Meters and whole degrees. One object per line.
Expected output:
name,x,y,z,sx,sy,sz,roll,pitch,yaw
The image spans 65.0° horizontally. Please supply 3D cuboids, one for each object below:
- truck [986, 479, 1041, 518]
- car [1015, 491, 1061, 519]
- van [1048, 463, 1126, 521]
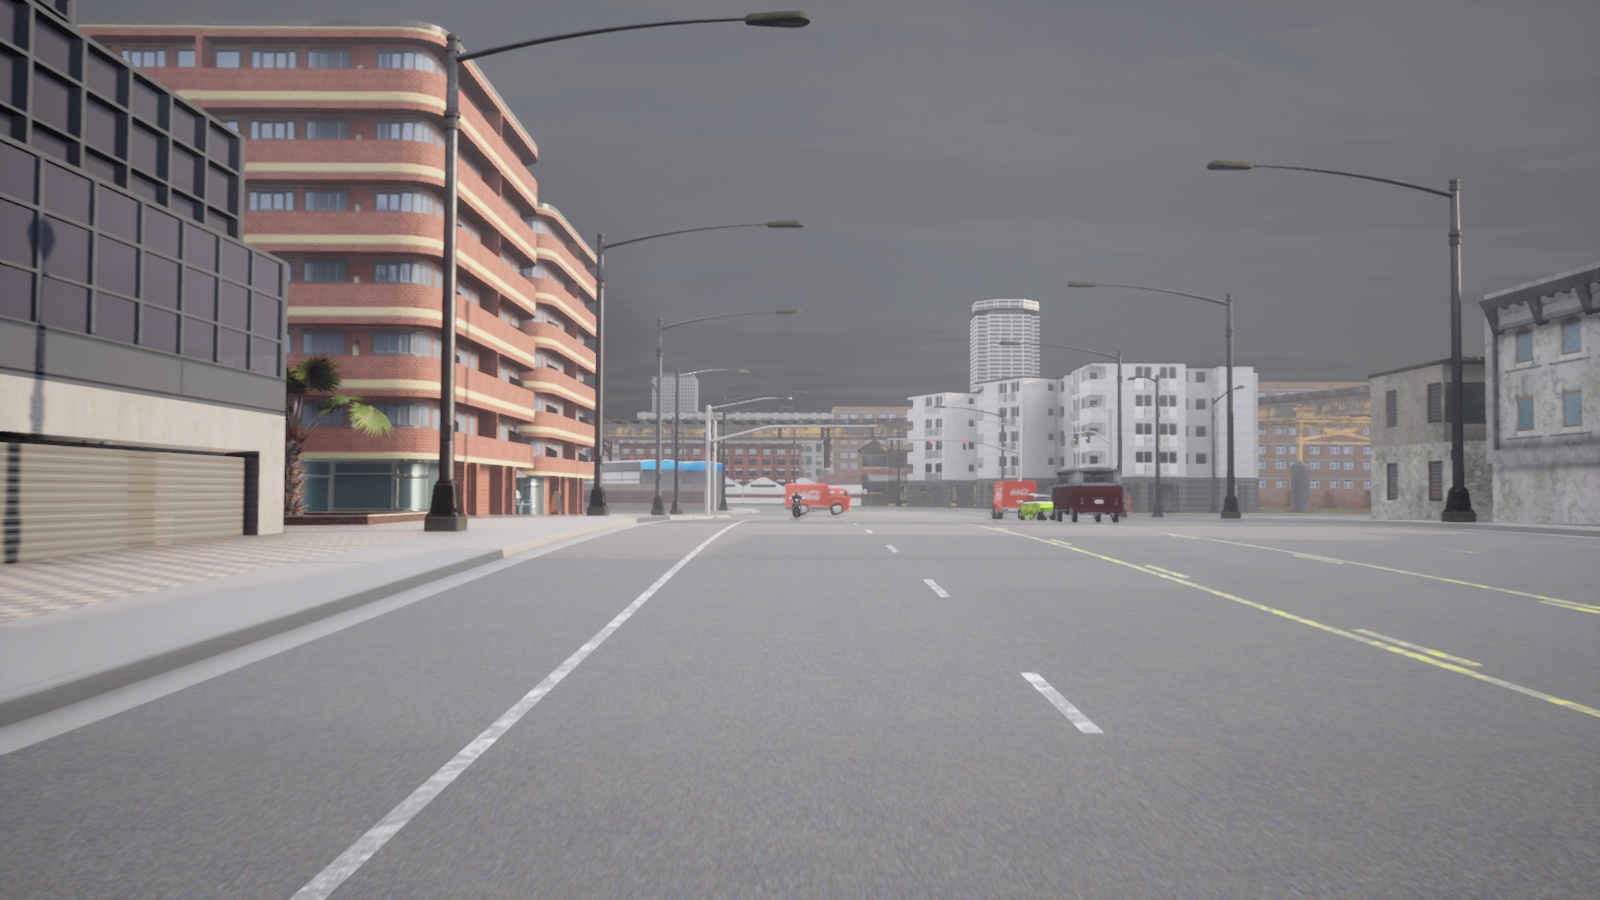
truck,13.813,3.158,81.568,2.627,2.467,5.204,0,-3,-1
car,12.023,2.789,63.540,1.481,1.376,2.207,1,-3,-14
van,10.390,1.561,45.789,1.775,1.987,4.442,0,-3,0
